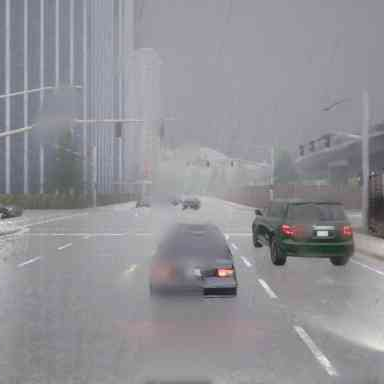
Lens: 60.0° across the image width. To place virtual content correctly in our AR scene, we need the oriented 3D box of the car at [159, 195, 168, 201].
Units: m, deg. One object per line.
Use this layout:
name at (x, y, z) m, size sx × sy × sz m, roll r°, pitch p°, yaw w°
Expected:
car at (-6.973, 1.495, 80.809) m, size 1.812 × 1.442 × 4.674 m, roll 0°, pitch 0°, yaw 0°

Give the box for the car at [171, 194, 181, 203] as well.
car at (-3.475, 1.355, 72.598) m, size 2.097 × 1.767 × 4.553 m, roll 0°, pitch 0°, yaw 0°

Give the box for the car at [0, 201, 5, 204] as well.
car at (-16.808, 1.619, 25.024) m, size 4.181 × 1.385 × 1.994 m, roll 0°, pitch 0°, yaw 0°

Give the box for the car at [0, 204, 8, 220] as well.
car at (-7.129, 1.352, 8.612) m, size 2.097 × 1.767 × 4.553 m, roll 0°, pitch 0°, yaw 0°

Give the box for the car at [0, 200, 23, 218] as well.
car at (-17.103, 1.407, 28.557) m, size 4.553 × 1.767 × 2.097 m, roll 0°, pitch 0°, yaw -1°

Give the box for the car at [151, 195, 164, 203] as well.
car at (-6.990, 1.491, 68.071) m, size 2.128 × 1.511 × 4.902 m, roll 0°, pitch 0°, yaw 0°

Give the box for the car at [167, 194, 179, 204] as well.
car at (-3.538, 1.352, 62.564) m, size 2.097 × 1.767 × 4.553 m, roll 0°, pitch 0°, yaw 0°

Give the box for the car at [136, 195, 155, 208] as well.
car at (-7.075, 1.504, 48.942) m, size 1.837 × 1.490 × 4.892 m, roll 0°, pitch 0°, yaw 0°

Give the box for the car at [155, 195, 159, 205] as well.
car at (-7.059, 1.352, 58.134) m, size 2.097 × 1.767 × 4.553 m, roll 0°, pitch 0°, yaw 0°

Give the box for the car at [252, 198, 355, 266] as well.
car at (3.575, 1.221, 11.716) m, size 2.150 × 2.045 × 5.566 m, roll 0°, pitch 0°, yaw 1°

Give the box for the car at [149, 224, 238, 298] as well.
car at (0.058, 1.547, 8.683) m, size 2.033 × 1.411 × 5.357 m, roll 0°, pitch 0°, yaw 1°

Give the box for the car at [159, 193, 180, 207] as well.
car at (-3.570, 1.221, 52.869) m, size 2.150 × 2.045 × 5.566 m, roll 0°, pitch 0°, yaw 0°

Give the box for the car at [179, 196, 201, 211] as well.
car at (-0.047, 1.515, 42.052) m, size 1.837 × 1.490 × 4.892 m, roll 2°, pitch 1°, yaw 7°
